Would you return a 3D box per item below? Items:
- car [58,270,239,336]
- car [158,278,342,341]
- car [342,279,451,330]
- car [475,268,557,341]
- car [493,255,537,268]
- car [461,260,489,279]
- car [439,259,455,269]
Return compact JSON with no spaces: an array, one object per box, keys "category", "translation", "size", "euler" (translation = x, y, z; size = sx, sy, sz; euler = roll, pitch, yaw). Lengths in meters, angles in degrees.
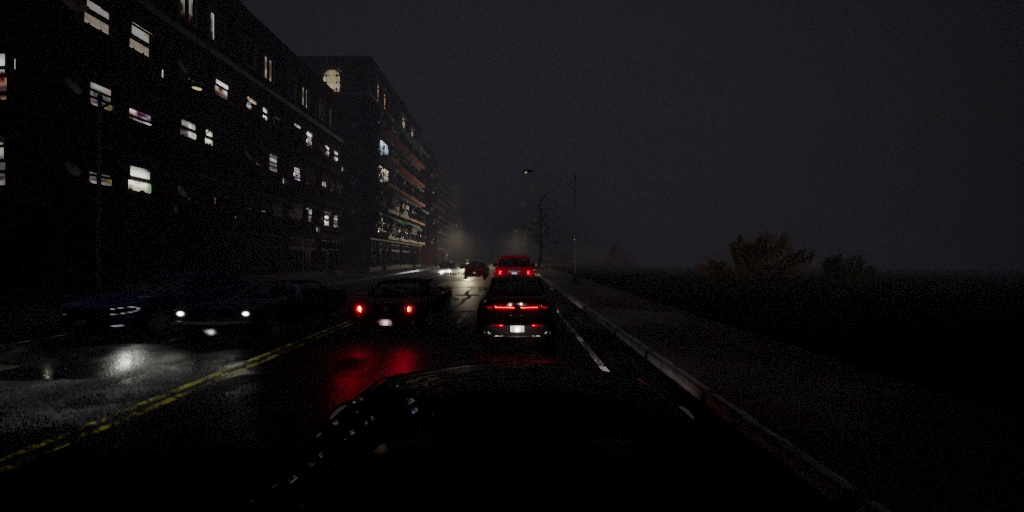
[{"category":"car","translation":[-9.836,1.228,10.659],"size":[1.882,1.535,5.008],"euler":[0,0,0]},{"category":"car","translation":[-6.587,1.351,10.043],"size":[1.895,1.301,4.718],"euler":[0,0,0]},{"category":"car","translation":[-3.136,1.351,11.126],"size":[1.895,1.301,4.718],"euler":[0,0,0]},{"category":"car","translation":[0.113,1.255,9.814],"size":[1.837,1.490,4.892],"euler":[0,0,0]},{"category":"car","translation":[0.125,0.972,20.161],"size":[2.150,2.045,5.566],"euler":[0,0,0]},{"category":"car","translation":[-3.109,1.227,32.176],"size":[1.882,1.535,5.008],"euler":[0,0,0]},{"category":"car","translation":[-9.770,1.236,54.230],"size":[2.128,1.511,4.902],"euler":[0,0,0]}]
